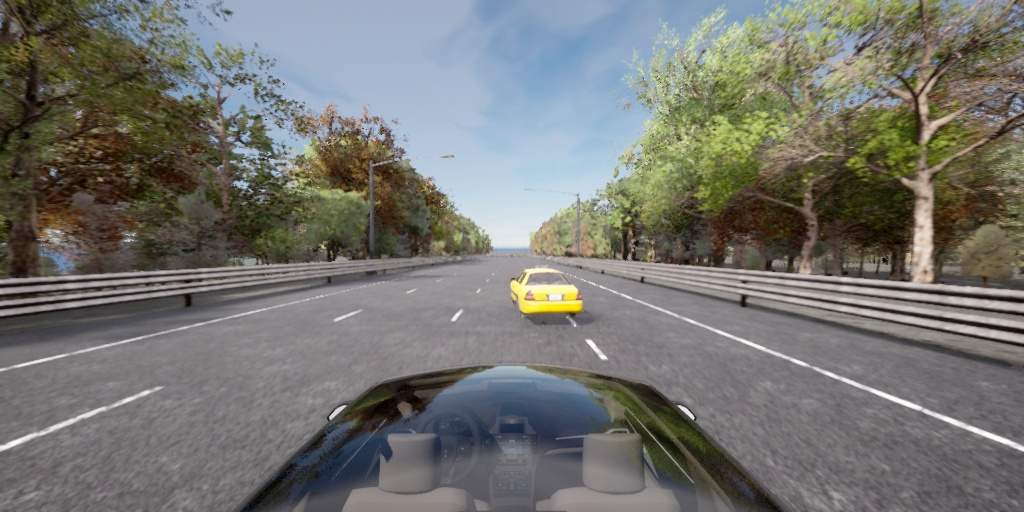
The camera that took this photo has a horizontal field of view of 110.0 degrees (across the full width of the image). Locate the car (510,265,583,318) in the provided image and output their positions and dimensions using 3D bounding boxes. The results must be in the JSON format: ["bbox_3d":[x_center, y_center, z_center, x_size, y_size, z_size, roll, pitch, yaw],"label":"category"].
[{"bbox_3d":[0.971,1.083,12.395,1.801,1.575,5.366,0,1,-5],"label":"car"}]
